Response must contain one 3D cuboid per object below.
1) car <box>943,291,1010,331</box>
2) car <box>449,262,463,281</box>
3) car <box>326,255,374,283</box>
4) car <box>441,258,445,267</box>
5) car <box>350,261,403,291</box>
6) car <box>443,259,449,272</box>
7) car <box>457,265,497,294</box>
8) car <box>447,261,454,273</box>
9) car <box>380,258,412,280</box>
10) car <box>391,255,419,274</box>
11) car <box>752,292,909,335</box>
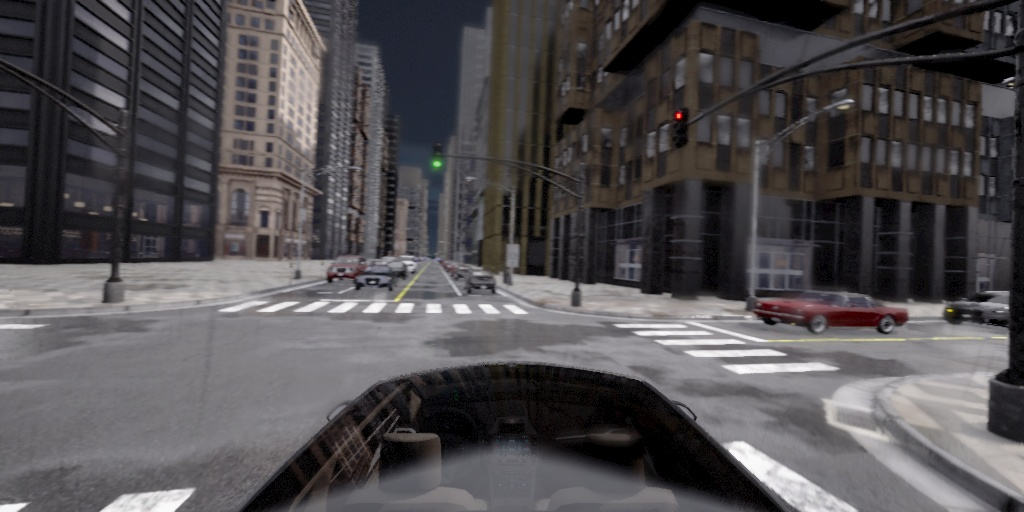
[{"bbox_3d":[20.218,2.209,14.583,4.892,1.490,1.837,2,-1,-13],"label":"car"},{"bbox_3d":[-4.445,1.520,32.796,2.007,1.370,4.403,0,0,-12],"label":"car"},{"bbox_3d":[-11.559,0.890,25.459,2.192,1.841,5.009,0,0,-12],"label":"car"},{"bbox_3d":[-10.466,1.527,60.348,1.967,1.591,4.097,0,0,-12],"label":"car"},{"bbox_3d":[-7.863,1.237,21.154,1.994,1.385,4.181,3,-1,-12],"label":"car"},{"bbox_3d":[-8.057,1.478,49.327,1.967,1.591,4.097,0,0,-12],"label":"car"},{"bbox_3d":[-2.036,1.476,21.775,2.007,1.370,4.403,0,0,-12],"label":"car"},{"bbox_3d":[-5.649,1.537,38.306,1.888,1.381,4.507,0,0,-12],"label":"car"},{"bbox_3d":[-10.010,1.190,30.999,1.882,1.535,5.008,3,-1,-12],"label":"car"},{"bbox_3d":[-12.263,0.978,41.386,2.150,2.045,5.566,3,-1,-12],"label":"car"},{"bbox_3d":[11.015,1.914,12.525,4.718,1.301,1.895,2,-1,-13],"label":"car"}]
